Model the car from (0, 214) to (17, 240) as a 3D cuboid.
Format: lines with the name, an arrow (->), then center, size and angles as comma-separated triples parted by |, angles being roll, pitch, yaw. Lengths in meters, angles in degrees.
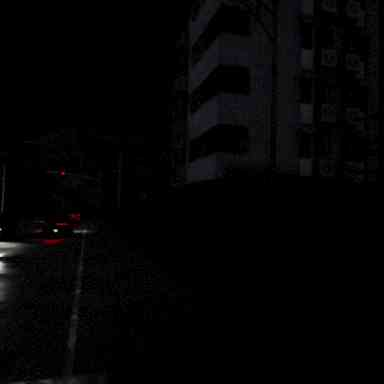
car -> -12.491, 2.165, 21.203 | 1.837, 1.490, 4.892 | 2, -3, -17

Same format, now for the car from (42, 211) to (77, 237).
car -> -9.713, 2.390, 24.291 | 1.837, 1.490, 4.892 | 3, -3, -17

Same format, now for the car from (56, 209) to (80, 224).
car -> -15.146, 2.769, 39.134 | 4.553, 1.767, 2.097 | -1, -3, 40
